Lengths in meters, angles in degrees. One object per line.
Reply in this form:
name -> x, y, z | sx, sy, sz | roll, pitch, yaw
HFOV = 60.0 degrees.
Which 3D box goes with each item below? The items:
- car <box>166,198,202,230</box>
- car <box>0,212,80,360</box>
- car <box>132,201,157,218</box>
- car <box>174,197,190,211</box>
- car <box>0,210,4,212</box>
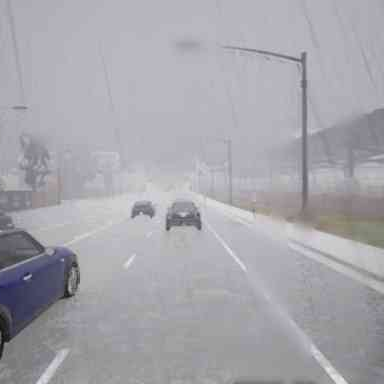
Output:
car -> -0.556, 1.350, 21.123 | 2.097, 1.767, 4.553 | -1, 0, -2
car -> -3.562, 1.406, 5.702 | 2.097, 1.767, 4.553 | -1, 0, -1
car -> -4.386, 1.559, 30.604 | 1.837, 1.490, 4.892 | -1, 0, -2
car -> -1.311, 1.442, 42.607 | 1.882, 1.535, 5.008 | -1, 0, -2
car -> -11.111, 1.680, 17.279 | 1.837, 1.490, 4.892 | -1, 0, -2
